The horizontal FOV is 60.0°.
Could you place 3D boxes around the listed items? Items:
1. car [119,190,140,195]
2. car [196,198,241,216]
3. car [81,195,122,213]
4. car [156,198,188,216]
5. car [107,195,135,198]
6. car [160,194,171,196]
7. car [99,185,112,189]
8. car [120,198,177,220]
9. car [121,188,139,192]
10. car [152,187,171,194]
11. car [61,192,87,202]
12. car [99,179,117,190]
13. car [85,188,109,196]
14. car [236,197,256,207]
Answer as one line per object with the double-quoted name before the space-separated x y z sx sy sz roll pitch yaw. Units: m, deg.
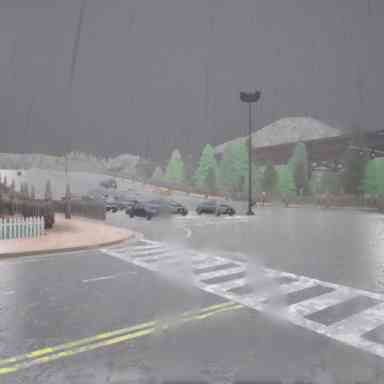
"car" -9.324 1.007 47.112 1.882 1.535 5.008 0 4 -37
"car" 2.215 1.558 31.874 1.994 1.385 4.181 0 0 -37
"car" -9.909 1.451 36.262 2.033 1.411 5.357 0 2 -37
"car" -2.203 1.555 31.902 1.994 1.385 4.181 0 0 -37
"car" -8.210 1.412 39.818 1.994 1.385 4.181 0 2 -37
"car" -3.206 1.424 39.010 1.882 1.535 5.008 0 1 -37
"car" -15.455 0.170 55.344 1.837 1.490 4.892 0 6 -37
"car" -3.832 1.543 28.257 2.033 1.411 5.357 0 0 -37
"car" -11.517 -0.064 61.984 1.895 1.301 4.718 0 7 -37
"car" -6.134 -0.229 66.474 1.882 1.535 5.008 0 7 -37
"car" -16.101 0.904 44.468 1.837 1.490 4.892 0 4 -37
"car" -17.640 -1.706 70.007 2.150 2.045 5.566 0 7 -37
"car" -14.242 0.635 47.823 2.097 1.767 4.553 0 4 -37
"car" 7.171 1.408 48.819 2.128 1.511 4.902 0 2 -37
